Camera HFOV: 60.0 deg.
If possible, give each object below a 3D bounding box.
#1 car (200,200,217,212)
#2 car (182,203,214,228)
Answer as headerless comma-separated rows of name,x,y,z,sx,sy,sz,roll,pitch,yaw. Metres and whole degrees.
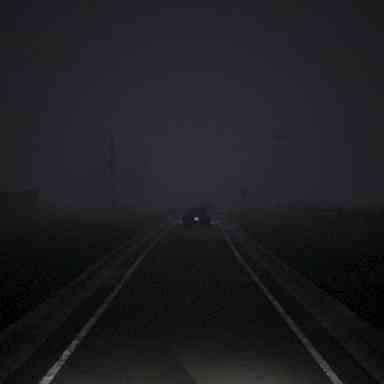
car,2.017,1.824,42.665,1.837,1.490,4.892,-1,-1,13
car,0.372,1.745,23.845,1.994,1.385,4.181,0,0,2
